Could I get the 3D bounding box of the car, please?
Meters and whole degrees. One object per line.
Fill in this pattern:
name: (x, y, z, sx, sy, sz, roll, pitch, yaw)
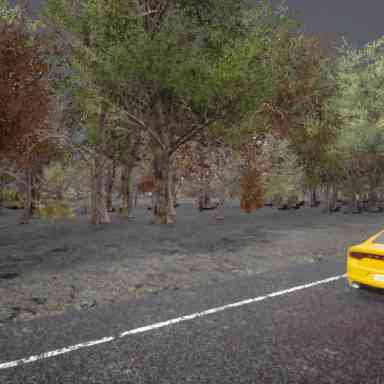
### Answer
car: (5.622, 1.480, 7.756, 5.008, 1.535, 1.882, 0, 0, -35)
